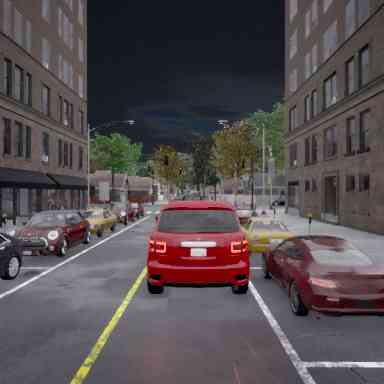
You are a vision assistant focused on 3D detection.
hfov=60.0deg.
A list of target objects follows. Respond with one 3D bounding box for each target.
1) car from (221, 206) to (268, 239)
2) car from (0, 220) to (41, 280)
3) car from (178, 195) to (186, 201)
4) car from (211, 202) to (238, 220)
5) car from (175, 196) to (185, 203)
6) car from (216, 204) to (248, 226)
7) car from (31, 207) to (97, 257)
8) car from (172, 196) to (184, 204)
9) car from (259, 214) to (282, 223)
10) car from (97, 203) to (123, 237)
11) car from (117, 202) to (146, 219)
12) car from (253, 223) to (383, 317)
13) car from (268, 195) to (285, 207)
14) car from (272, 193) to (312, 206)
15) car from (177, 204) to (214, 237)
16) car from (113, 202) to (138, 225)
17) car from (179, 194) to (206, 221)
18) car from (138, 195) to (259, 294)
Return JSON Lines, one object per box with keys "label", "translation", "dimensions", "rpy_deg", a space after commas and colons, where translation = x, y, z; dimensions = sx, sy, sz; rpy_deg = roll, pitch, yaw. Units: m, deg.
{"label": "car", "translation": [2.721, 1.550, 18.227], "dimensions": [1.887, 1.381, 4.507], "rpy_deg": [0, 0, 0]}
{"label": "car", "translation": [-5.359, 1.551, 7.227], "dimensions": [2.008, 1.369, 4.403], "rpy_deg": [0, 0, 0]}
{"label": "car", "translation": [-2.641, 1.618, 87.582], "dimensions": [1.812, 1.442, 4.674], "rpy_deg": [0, 0, 0]}
{"label": "car", "translation": [2.777, 1.578, 29.264], "dimensions": [1.947, 1.339, 4.313], "rpy_deg": [0, 0, 0]}
{"label": "car", "translation": [-2.673, 1.622, 74.521], "dimensions": [1.994, 1.385, 4.181], "rpy_deg": [0, 0, 0]}
{"label": "car", "translation": [2.749, 1.590, 23.745], "dimensions": [1.802, 1.307, 4.206], "rpy_deg": [0, 0, 0]}
{"label": "car", "translation": [-5.331, 1.442, 12.746], "dimensions": [1.967, 1.590, 4.097], "rpy_deg": [0, 0, 0]}
{"label": "car", "translation": [-2.735, 1.600, 64.632], "dimensions": [2.033, 1.411, 5.357], "rpy_deg": [0, 0, 1]}
{"label": "car", "translation": [2.695, 1.528, 12.879], "dimensions": [1.752, 1.417, 4.829], "rpy_deg": [0, 0, 0]}
{"label": "car", "translation": [-5.304, 1.530, 18.095], "dimensions": [1.752, 1.417, 4.829], "rpy_deg": [0, 0, 0]}
{"label": "car", "translation": [-5.248, 1.594, 29.303], "dimensions": [1.802, 1.307, 4.206], "rpy_deg": [0, 0, 0]}
{"label": "car", "translation": [2.666, 1.582, 7.191], "dimensions": [1.802, 1.307, 4.206], "rpy_deg": [0, 0, 0]}
{"label": "car", "translation": [13.620, 1.287, 48.925], "dimensions": [4.553, 1.767, 2.097], "rpy_deg": [0, 0, 0]}
{"label": "car", "translation": [15.686, 1.145, 52.195], "dimensions": [5.566, 2.045, 2.150], "rpy_deg": [0, 0, -1]}
{"label": "car", "translation": [0.189, 1.510, 18.941], "dimensions": [1.837, 1.490, 4.892], "rpy_deg": [0, 0, 1]}
{"label": "car", "translation": [-5.276, 1.448, 23.784], "dimensions": [1.967, 1.590, 4.097], "rpy_deg": [0, 0, 0]}
{"label": "car", "translation": [0.110, 1.233, 28.955], "dimensions": [2.150, 2.045, 5.566], "rpy_deg": [0, 0, 2]}
{"label": "car", "translation": [0.136, 1.223, 8.912], "dimensions": [2.150, 2.045, 5.566], "rpy_deg": [0, 0, 0]}
